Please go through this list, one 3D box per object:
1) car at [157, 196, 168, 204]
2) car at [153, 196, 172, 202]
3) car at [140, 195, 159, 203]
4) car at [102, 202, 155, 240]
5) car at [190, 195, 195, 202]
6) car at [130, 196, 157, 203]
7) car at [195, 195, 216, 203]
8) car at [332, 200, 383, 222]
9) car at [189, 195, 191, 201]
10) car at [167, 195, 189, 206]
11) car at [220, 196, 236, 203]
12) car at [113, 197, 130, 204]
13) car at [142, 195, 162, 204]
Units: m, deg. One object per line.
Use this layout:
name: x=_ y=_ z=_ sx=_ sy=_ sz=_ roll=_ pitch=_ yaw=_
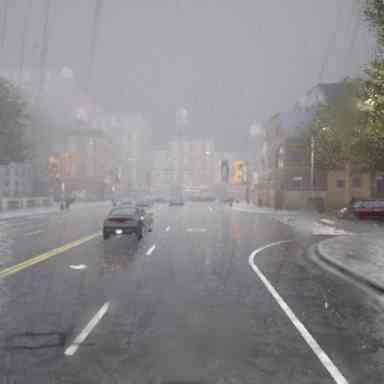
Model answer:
car: x=-4.254 y=1.525 z=62.076 sx=2.033 sy=1.411 sz=5.357 roll=0 pitch=0 yaw=16
car: x=-6.559 y=1.561 z=74.212 sx=1.895 sy=1.301 sz=4.718 roll=0 pitch=0 yaw=31
car: x=-8.809 y=1.475 z=68.942 sx=2.002 sy=1.452 sz=4.674 roll=0 pitch=0 yaw=21
car: x=-3.156 y=1.489 z=16.995 sx=1.837 sy=1.490 sz=4.892 roll=0 pitch=0 yaw=1
car: x=2.521 y=1.549 z=76.452 sx=2.033 sy=1.411 sz=5.357 roll=0 pitch=0 yaw=34
car: x=-6.407 y=1.515 z=44.235 sx=2.033 sy=1.411 sz=5.357 roll=0 pitch=0 yaw=1
car: x=3.283 y=1.493 z=71.012 sx=1.882 sy=1.535 sz=5.008 roll=0 pitch=0 yaw=31
car: x=13.619 y=1.419 z=26.495 sx=4.553 sy=1.767 sz=2.097 roll=0 pitch=0 yaw=1
car: x=-0.972 y=1.518 z=77.503 sx=2.128 sy=1.511 sz=4.902 roll=0 pitch=0 yaw=31
car: x=-2.169 y=1.552 z=53.117 sx=1.994 sy=1.385 sz=4.181 roll=0 pitch=0 yaw=6
car: x=7.866 y=1.591 z=71.837 sx=1.994 sy=1.385 sz=4.181 roll=0 pitch=0 yaw=34
car: x=-9.756 y=1.442 z=46.732 sx=2.128 sy=1.511 sz=4.902 roll=0 pitch=0 yaw=2
car: x=-7.501 y=1.439 z=63.370 sx=1.882 sy=1.535 sz=5.008 roll=0 pitch=0 yaw=17
